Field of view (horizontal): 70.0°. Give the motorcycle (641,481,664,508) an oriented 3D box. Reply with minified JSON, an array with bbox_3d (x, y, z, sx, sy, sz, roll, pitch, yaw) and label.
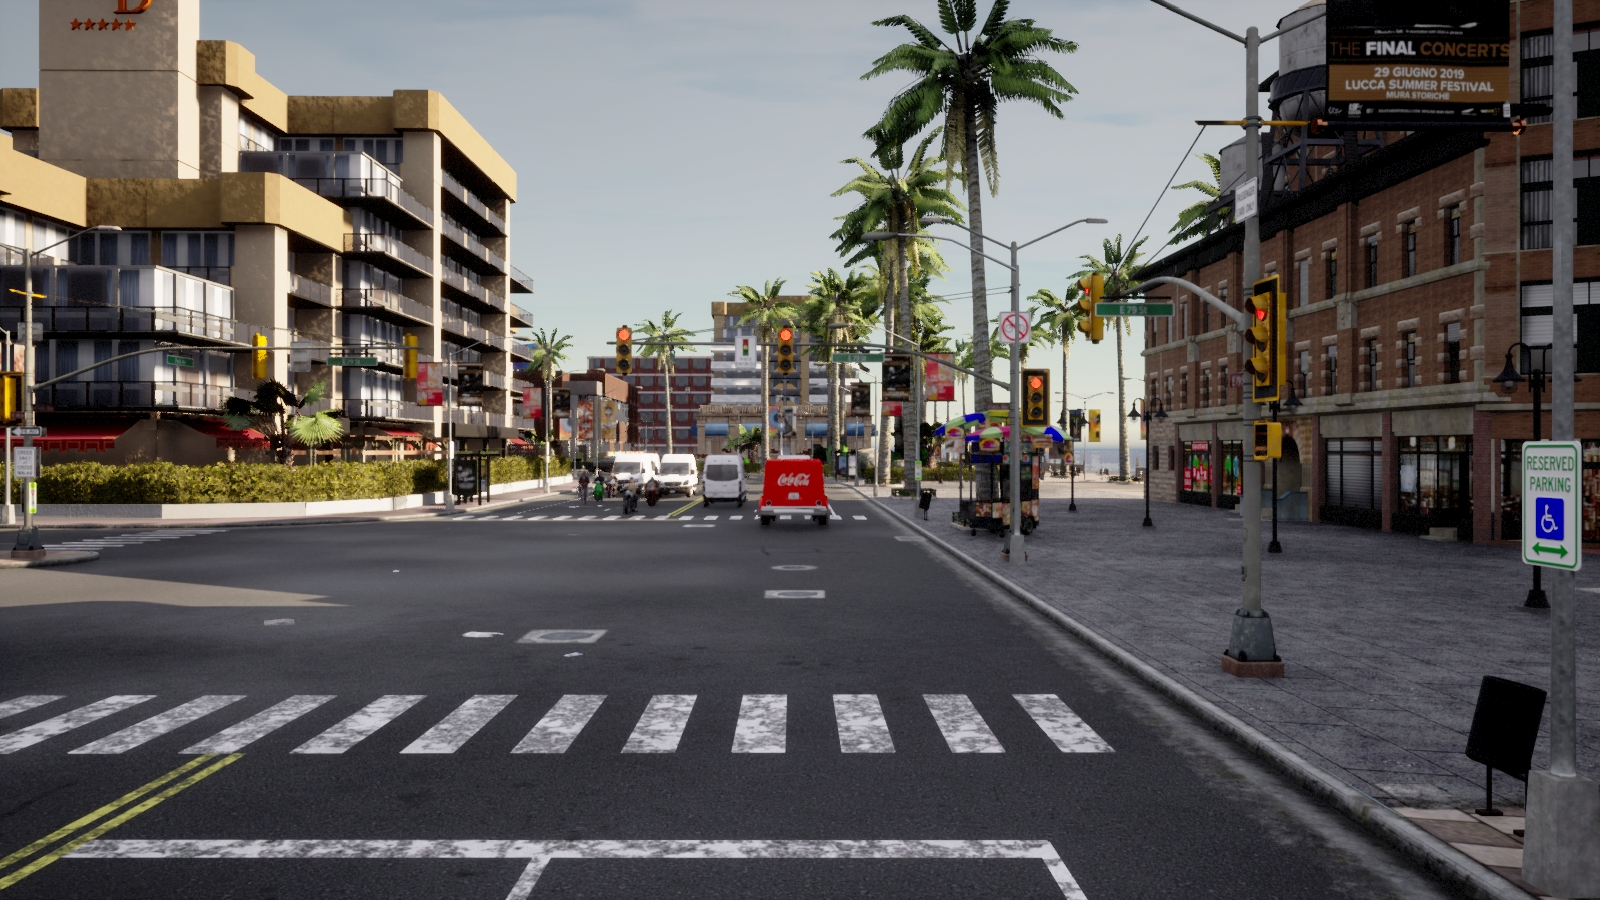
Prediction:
[{"bbox_3d":[-7.302,2.205,56.508,0.867,1.251,2.209,0,0,0],"label":"motorcycle"}]

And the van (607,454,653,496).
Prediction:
[{"bbox_3d":[-10.790,1.534,73.062,1.988,2.561,5.915,0,0,1],"label":"van"}]

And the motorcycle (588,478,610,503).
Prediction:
[{"bbox_3d":[-10.853,2.182,61.748,0.856,1.236,1.805,0,0,0],"label":"motorcycle"}]

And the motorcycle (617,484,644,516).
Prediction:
[{"bbox_3d":[-7.347,2.170,49.609,0.764,1.277,2.356,0,0,2],"label":"motorcycle"}]

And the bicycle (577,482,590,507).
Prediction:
[{"bbox_3d":[-10.795,2.210,56.916,0.329,1.171,1.835,0,0,0],"label":"bicycle"}]

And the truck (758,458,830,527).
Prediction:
[{"bbox_3d":[-0.235,1.568,44.240,2.627,2.467,5.204,0,0,0],"label":"truck"}]

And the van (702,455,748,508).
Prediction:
[{"bbox_3d":[-3.806,1.534,58.600,1.988,2.561,5.915,0,0,0],"label":"van"}]

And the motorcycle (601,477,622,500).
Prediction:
[{"bbox_3d":[-10.867,2.205,66.049,0.867,1.251,2.209,0,0,0],"label":"motorcycle"}]

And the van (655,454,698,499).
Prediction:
[{"bbox_3d":[-7.385,1.535,68.859,1.988,2.561,5.915,0,0,-1],"label":"van"}]
